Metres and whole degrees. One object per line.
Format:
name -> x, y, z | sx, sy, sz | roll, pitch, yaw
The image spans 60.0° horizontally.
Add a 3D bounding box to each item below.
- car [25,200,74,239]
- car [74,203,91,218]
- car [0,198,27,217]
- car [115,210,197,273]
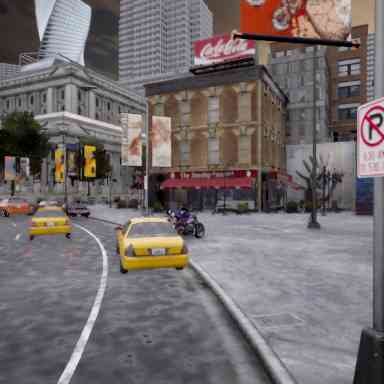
car -> -7.419, 1.449, 17.349 | 1.801, 1.575, 5.366 | 0, 0, -24
car -> -10.377, 1.586, 28.766 | 1.895, 1.301, 4.718 | 0, 0, -34
car -> -16.924, 1.336, 31.275 | 2.097, 1.767, 4.553 | 0, 0, -42
car -> -1.478, 1.456, 10.764 | 1.801, 1.575, 5.366 | 0, 0, -15
